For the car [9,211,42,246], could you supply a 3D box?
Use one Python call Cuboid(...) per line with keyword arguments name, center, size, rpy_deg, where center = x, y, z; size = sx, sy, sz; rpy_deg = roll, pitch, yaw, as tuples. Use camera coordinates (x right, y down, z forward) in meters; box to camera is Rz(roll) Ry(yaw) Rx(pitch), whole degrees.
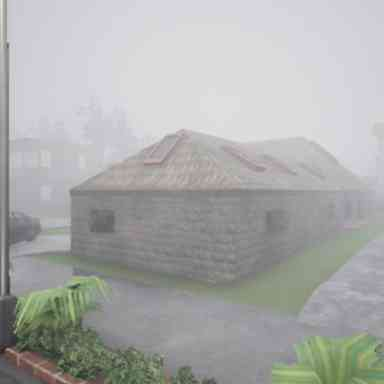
Cuboid(name="car", center=(-7.490, 1.442, 12.665), size=(2.033, 1.415, 5.357), rpy_deg=(0, 0, -4))
